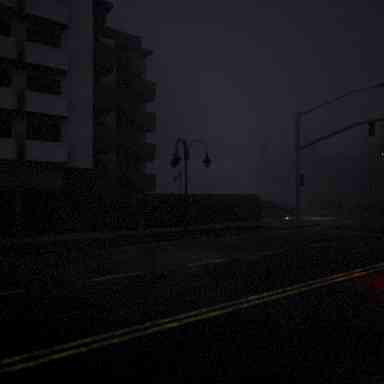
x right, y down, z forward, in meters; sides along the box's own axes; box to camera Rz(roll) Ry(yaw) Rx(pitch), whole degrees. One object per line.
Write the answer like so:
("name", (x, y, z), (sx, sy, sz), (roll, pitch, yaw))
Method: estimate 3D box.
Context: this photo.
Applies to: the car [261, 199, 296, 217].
("car", (7.834, 1.478, 32.202), (1.882, 1.535, 5.008), (0, 0, -38))
